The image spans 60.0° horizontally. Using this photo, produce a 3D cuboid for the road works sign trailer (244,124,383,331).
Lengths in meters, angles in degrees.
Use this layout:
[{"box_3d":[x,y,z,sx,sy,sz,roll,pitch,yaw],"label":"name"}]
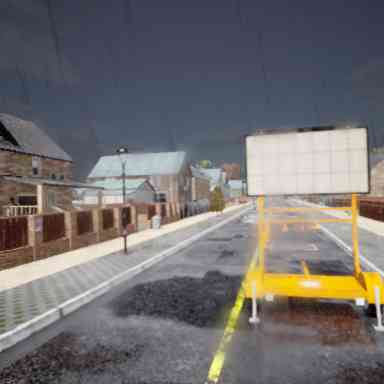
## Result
[{"box_3d":[2.372,0.469,6.971,2.380,3.560,2.880,-2,-1,15],"label":"road works sign trailer"}]
